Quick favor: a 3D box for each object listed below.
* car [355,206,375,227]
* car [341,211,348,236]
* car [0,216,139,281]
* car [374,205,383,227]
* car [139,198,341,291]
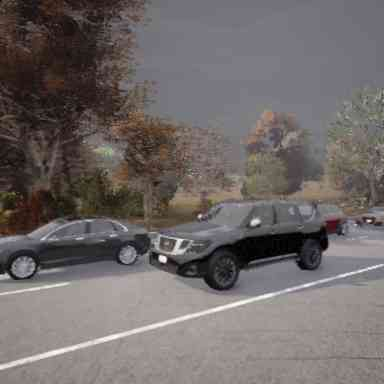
[{"bbox_3d":[12.297,1.560,21.254,4.181,1.385,1.994,0,0,-36],"label":"car"},{"bbox_3d":[5.793,1.338,16.679,4.553,1.767,2.097,0,0,-35],"label":"car"},{"bbox_3d":[-3.588,1.507,10.015,4.892,1.490,1.837,0,0,-35],"label":"car"},{"bbox_3d":[11.418,1.468,16.372,4.902,1.511,2.128,-1,0,-35],"label":"car"},{"bbox_3d":[1.569,1.218,9.399,5.566,2.045,2.150,0,0,-35],"label":"car"}]
